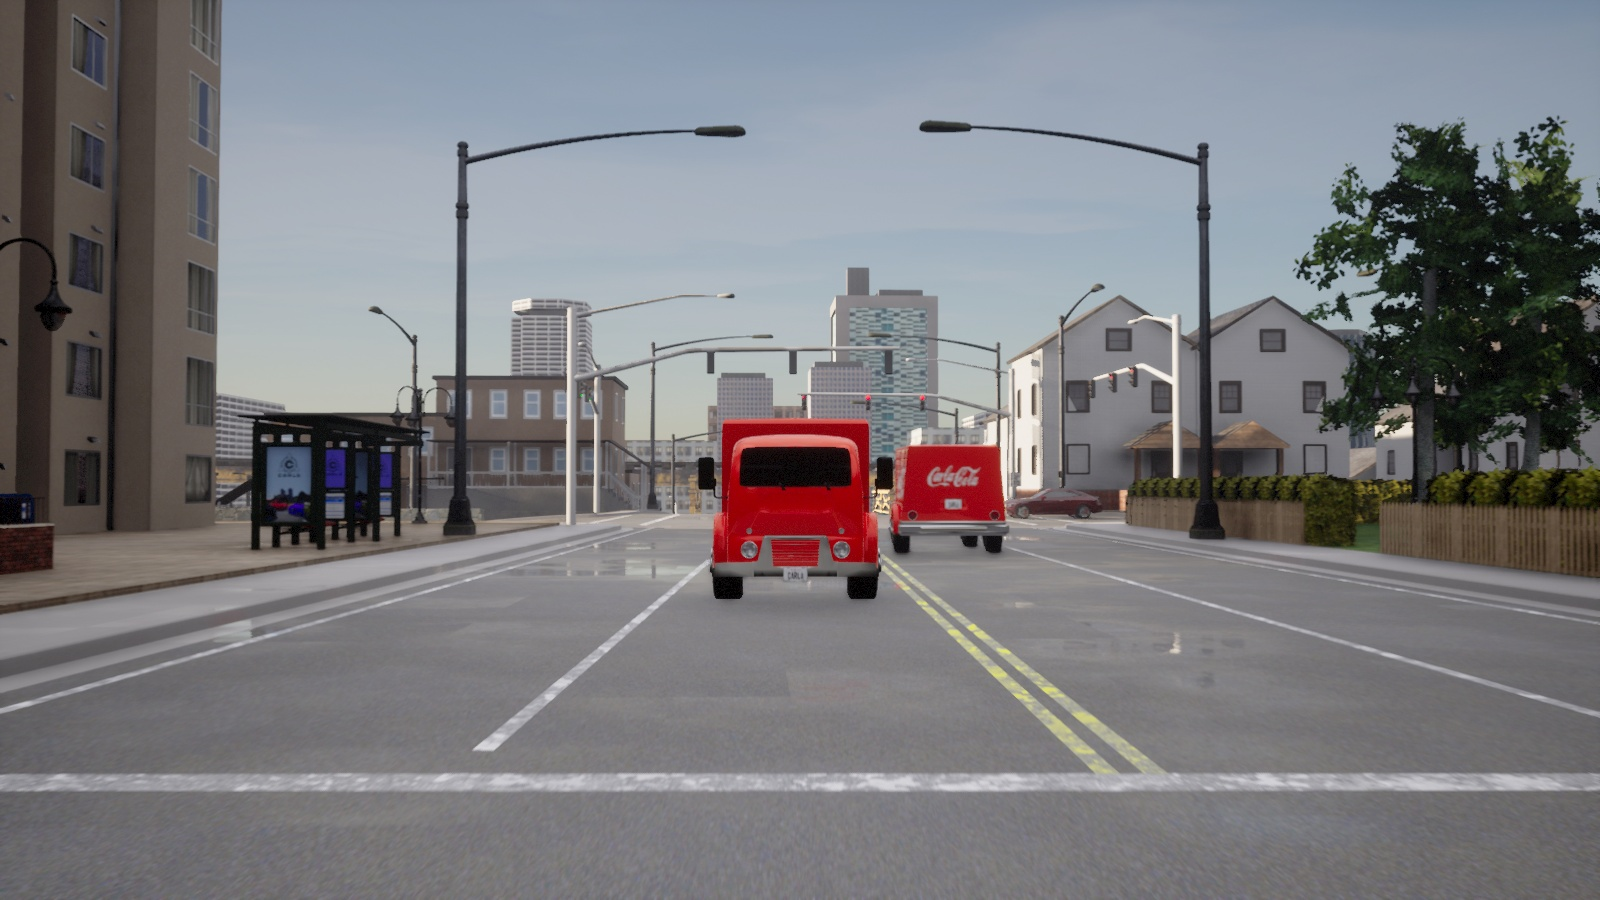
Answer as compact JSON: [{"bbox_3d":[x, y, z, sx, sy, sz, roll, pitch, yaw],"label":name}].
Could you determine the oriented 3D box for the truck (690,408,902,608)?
[{"bbox_3d":[-0.062,0.801,18.259,2.627,2.467,5.204,0,-2,0],"label":"truck"}]

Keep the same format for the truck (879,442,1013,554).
[{"bbox_3d":[3.402,1.137,30.494,2.627,2.467,5.204,0,-2,0],"label":"truck"}]

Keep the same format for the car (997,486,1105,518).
[{"bbox_3d":[11.763,2.440,59.118,4.674,1.442,1.812,-1,-2,-1],"label":"car"}]
